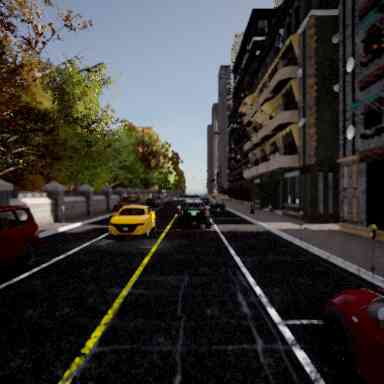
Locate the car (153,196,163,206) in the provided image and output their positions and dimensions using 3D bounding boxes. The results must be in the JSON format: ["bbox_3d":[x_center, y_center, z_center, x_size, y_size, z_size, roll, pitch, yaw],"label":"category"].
[{"bbox_3d":[-5.671,1.524,47.159,1.947,1.339,4.313,0,0,0],"label":"car"}]

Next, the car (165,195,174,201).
[{"bbox_3d":[-5.786,1.490,85.929,1.887,1.381,4.507,0,0,0],"label":"car"}]

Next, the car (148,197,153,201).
[{"bbox_3d":[-5.674,1.491,35.911,1.752,1.417,4.829,0,0,0],"label":"car"}]

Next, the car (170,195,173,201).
[{"bbox_3d":[-5.663,1.389,69.314,1.967,1.590,4.097,0,0,0],"label":"car"}]

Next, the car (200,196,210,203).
[{"bbox_3d":[2.717,1.499,69.313,2.008,1.369,4.403,0,0,0],"label":"car"}]

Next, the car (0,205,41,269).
[{"bbox_3d":[-5.683,1.306,8.387,2.192,1.841,5.009,0,0,0],"label":"car"}]

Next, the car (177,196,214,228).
[{"bbox_3d":[0.110,1.329,22.081,2.097,1.767,4.553,0,0,0],"label":"car"}]

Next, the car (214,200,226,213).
[{"bbox_3d":[2.706,1.516,36.081,2.008,1.369,4.403,0,0,0],"label":"car"}]

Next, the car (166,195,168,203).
[{"bbox_3d":[-5.666,1.535,58.236,1.802,1.307,4.206,0,0,0],"label":"car"}]

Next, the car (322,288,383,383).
[{"bbox_3d":[2.695,1.437,2.849,1.967,1.590,4.097,0,0,0],"label":"car"}]

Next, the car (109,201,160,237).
[{"bbox_3d":[-3.092,1.459,18.022,1.882,1.535,5.008,0,0,0],"label":"car"}]

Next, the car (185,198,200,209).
[{"bbox_3d":[0.116,1.560,44.647,1.895,1.301,4.718,0,0,0],"label":"car"}]

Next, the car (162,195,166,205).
[{"bbox_3d":[-5.668,1.395,52.697,1.967,1.590,4.097,0,0,0],"label":"car"}]

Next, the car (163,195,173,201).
[{"bbox_3d":[-5.736,1.497,80.389,2.008,1.369,4.403,0,0,0],"label":"car"}]

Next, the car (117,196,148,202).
[{"bbox_3d":[-5.675,1.285,30.542,2.192,1.841,5.009,0,0,0],"label":"car"}]

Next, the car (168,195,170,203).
[{"bbox_3d":[-5.665,1.476,63.604,1.752,1.417,4.829,0,0,0],"label":"car"}]
